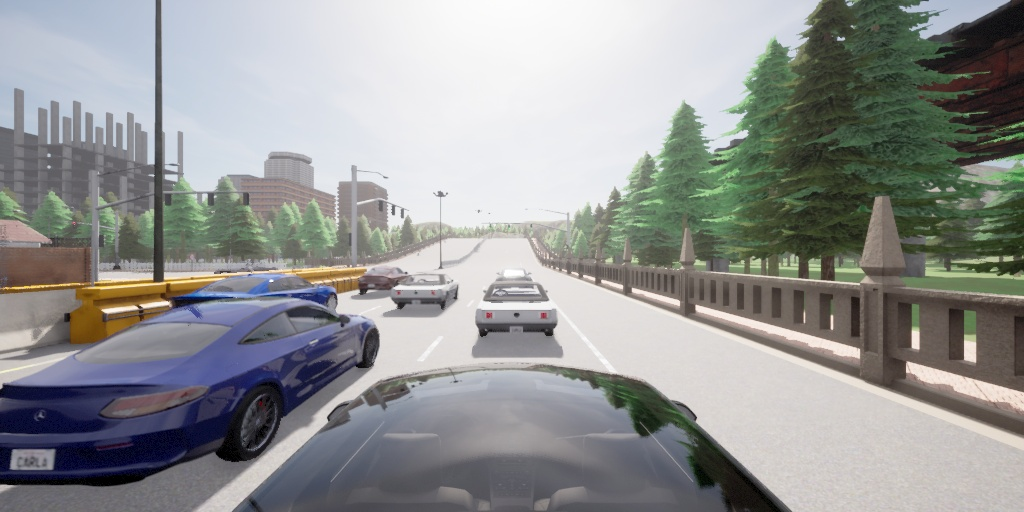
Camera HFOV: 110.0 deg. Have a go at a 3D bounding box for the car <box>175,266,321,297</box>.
[{"bbox_3d":[-6.897,1.228,10.265,1.882,1.535,5.008,0,0,0],"label":"car"}]

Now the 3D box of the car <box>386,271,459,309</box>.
[{"bbox_3d":[-3.396,1.351,14.991,1.895,1.301,4.718,0,0,0],"label":"car"}]

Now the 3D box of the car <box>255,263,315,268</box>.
[{"bbox_3d":[-13.993,1.305,23.839,2.033,1.411,5.357,0,0,0],"label":"car"}]

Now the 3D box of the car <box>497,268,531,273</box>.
[{"bbox_3d":[0.106,1.314,19.282,1.994,1.385,4.181,0,0,0],"label":"car"}]

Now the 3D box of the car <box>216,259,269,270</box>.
[{"bbox_3d":[-17.493,0.917,23.840,1.994,1.385,4.181,0,0,0],"label":"car"}]

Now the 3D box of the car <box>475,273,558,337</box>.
[{"bbox_3d":[0.103,1.351,10.225,1.895,1.301,4.718,0,0,0],"label":"car"}]

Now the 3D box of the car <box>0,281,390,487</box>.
[{"bbox_3d":[-3.398,1.276,4.847,1.812,1.442,4.674,0,0,0],"label":"car"}]

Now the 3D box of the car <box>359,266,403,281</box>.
[{"bbox_3d":[-6.895,1.276,19.885,1.812,1.442,4.674,0,0,0],"label":"car"}]
